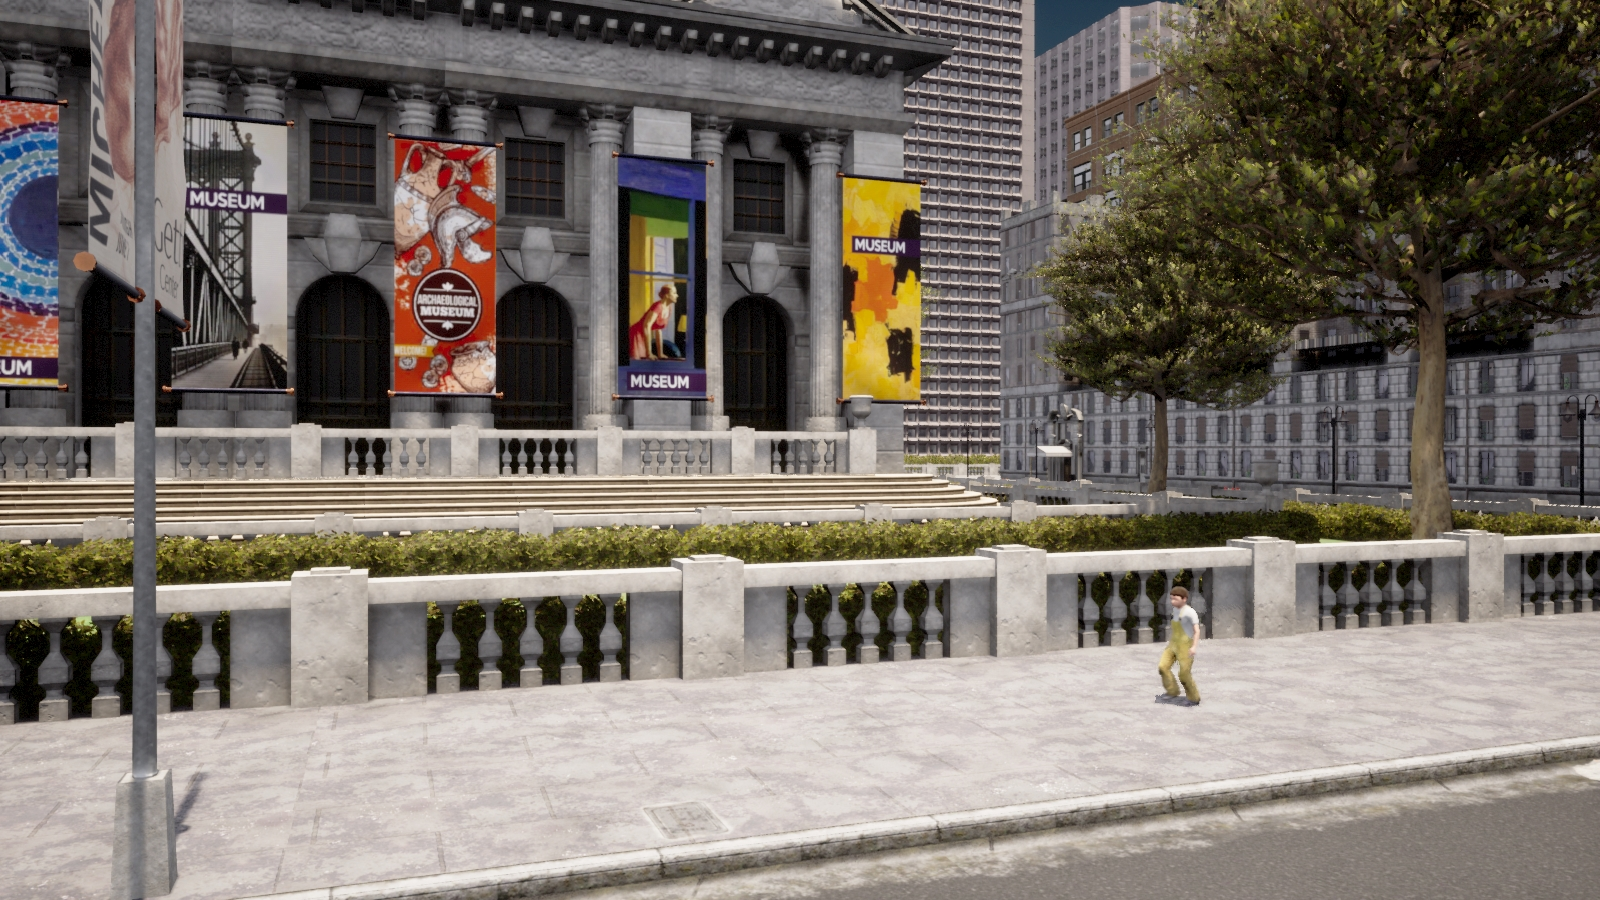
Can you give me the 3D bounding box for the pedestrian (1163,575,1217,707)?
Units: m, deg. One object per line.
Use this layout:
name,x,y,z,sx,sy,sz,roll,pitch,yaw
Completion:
pedestrian,4.059,1.979,11.908,0.375,1.300,0.375,0,0,-20
